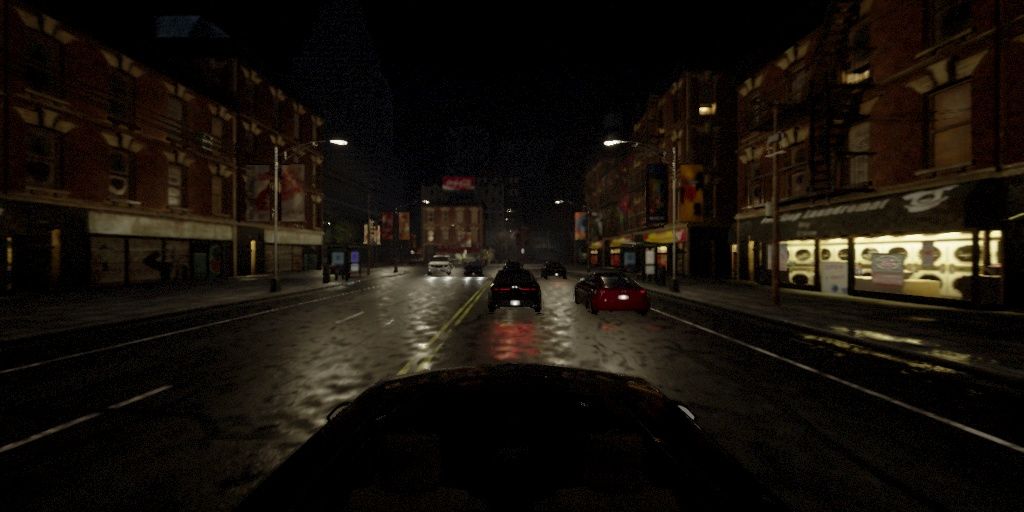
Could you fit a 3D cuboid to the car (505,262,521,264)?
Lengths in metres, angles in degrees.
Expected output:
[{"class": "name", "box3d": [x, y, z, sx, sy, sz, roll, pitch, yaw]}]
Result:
[{"class": "car", "box3d": [0.056, 1.225, 31.473, 1.837, 1.490, 4.892, 0, 0, -1]}]

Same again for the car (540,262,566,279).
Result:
[{"class": "car", "box3d": [3.554, 1.225, 31.417, 1.837, 1.490, 4.892, 0, 0, -1]}]

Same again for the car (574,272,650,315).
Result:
[{"class": "car", "box3d": [3.601, 1.302, 13.597, 1.994, 1.385, 4.181, 0, 0, 0]}]

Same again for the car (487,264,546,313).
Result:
[{"class": "car", "box3d": [0.101, 1.243, 13.886, 1.837, 1.490, 4.892, 0, 0, 0]}]

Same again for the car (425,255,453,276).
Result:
[{"class": "car", "box3d": [-7.370, 0.935, 37.214, 2.150, 2.045, 5.566, 0, 0, -7]}]

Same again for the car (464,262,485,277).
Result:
[{"class": "car", "box3d": [-3.752, 1.263, 35.951, 2.033, 1.411, 5.357, 0, 0, -4]}]
